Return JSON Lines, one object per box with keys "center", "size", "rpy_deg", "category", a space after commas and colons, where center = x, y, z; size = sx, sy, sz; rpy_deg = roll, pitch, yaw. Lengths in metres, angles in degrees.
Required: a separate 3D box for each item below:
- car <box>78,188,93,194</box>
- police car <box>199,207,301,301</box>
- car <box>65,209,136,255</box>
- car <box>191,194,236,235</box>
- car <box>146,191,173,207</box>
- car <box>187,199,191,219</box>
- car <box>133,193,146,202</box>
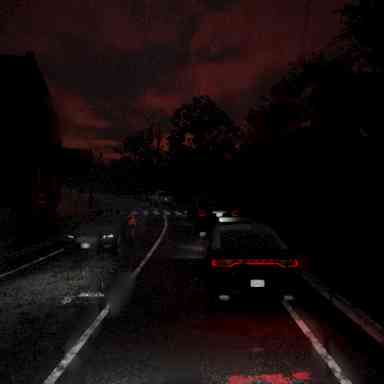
{"center": [-23.457, -0.263, 73.459], "size": [1.895, 1.301, 4.718], "rpy_deg": [2, 2, -38], "category": "car"}
{"center": [1.227, 1.419, 8.519], "size": [1.930, 1.638, 5.238], "rpy_deg": [0, 0, 1], "category": "police car"}
{"center": [-3.462, 1.470, 13.273], "size": [2.128, 1.511, 4.902], "rpy_deg": [0, 0, 0], "category": "car"}
{"center": [1.238, 1.181, 18.591], "size": [2.150, 2.045, 5.566], "rpy_deg": [0, 0, -2], "category": "car"}
{"center": [-4.076, 0.883, 43.708], "size": [2.150, 2.045, 5.566], "rpy_deg": [1, 1, -18], "category": "car"}
{"center": [0.888, 1.140, 24.748], "size": [2.150, 2.045, 5.566], "rpy_deg": [0, 0, -5], "category": "car"}
{"center": [-8.415, 0.871, 55.729], "size": [2.033, 1.411, 5.357], "rpy_deg": [1, 1, -25], "category": "car"}
